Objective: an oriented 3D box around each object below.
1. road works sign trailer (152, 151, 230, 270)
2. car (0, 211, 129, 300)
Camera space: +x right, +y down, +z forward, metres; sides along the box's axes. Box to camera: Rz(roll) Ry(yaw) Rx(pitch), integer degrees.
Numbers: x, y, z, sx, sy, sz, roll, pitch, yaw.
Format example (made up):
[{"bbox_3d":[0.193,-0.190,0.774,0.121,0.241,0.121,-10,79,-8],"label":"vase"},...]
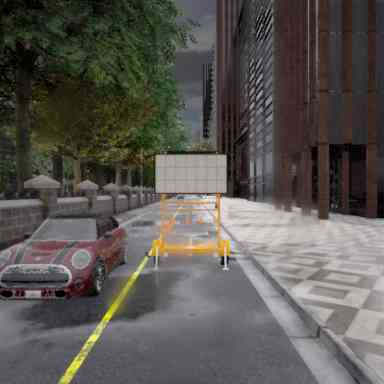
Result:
[{"bbox_3d":[-0.028,0.464,11.004,2.380,3.560,2.880,0,0,0],"label":"road works sign trailer"},{"bbox_3d":[-3.023,1.352,8.565,2.097,1.767,4.553,0,0,0],"label":"car"}]
